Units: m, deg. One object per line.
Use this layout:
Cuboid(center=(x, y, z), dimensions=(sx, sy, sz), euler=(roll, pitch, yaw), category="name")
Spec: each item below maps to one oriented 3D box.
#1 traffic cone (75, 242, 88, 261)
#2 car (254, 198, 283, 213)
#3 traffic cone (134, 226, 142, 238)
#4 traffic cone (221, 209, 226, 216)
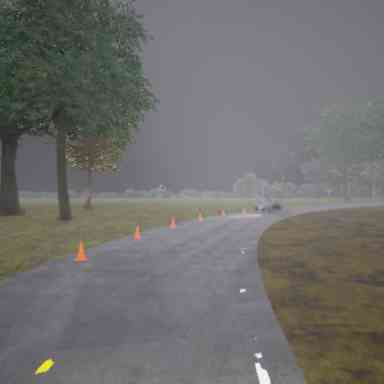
Cuboid(center=(-3.662, 1.939, 10.992), dimensions=(0.340, 0.580, 0.340), euler=(0, 0, 9), category="traffic cone")
Cuboid(center=(8.208, 1.396, 35.449), dimensions=(2.128, 1.511, 4.902), euler=(0, 0, 34), category="car")
Cuboid(center=(-2.641, 1.930, 16.094), dimensions=(0.340, 0.580, 0.340), euler=(0, 0, 14), category="traffic cone")
Cuboid(center=(2.886, 1.894, 30.656), dimensions=(0.340, 0.580, 0.340), euler=(0, 0, 28), category="traffic cone")
